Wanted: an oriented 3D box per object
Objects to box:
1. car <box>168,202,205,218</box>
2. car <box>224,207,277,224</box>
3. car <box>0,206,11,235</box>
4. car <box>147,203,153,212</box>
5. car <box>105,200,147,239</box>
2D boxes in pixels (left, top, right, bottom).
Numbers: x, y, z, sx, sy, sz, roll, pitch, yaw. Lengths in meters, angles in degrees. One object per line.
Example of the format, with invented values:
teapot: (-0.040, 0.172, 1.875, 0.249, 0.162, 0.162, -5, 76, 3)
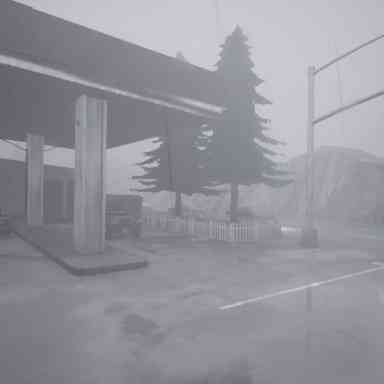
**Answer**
car: (-0.606, 1.718, 31.937, 1.812, 1.442, 4.674, 1, 0, -35)
car: (4.307, 1.814, 24.936, 1.994, 1.385, 4.181, 1, 0, -35)
car: (-11.544, 1.522, 18.557, 2.242, 1.667, 4.611, 1, 0, -36)
car: (-6.467, 1.650, 40.267, 1.812, 1.442, 4.674, 1, 0, -35)
car: (-4.413, 1.446, 18.345, 1.905, 1.878, 3.866, 1, 0, -36)
